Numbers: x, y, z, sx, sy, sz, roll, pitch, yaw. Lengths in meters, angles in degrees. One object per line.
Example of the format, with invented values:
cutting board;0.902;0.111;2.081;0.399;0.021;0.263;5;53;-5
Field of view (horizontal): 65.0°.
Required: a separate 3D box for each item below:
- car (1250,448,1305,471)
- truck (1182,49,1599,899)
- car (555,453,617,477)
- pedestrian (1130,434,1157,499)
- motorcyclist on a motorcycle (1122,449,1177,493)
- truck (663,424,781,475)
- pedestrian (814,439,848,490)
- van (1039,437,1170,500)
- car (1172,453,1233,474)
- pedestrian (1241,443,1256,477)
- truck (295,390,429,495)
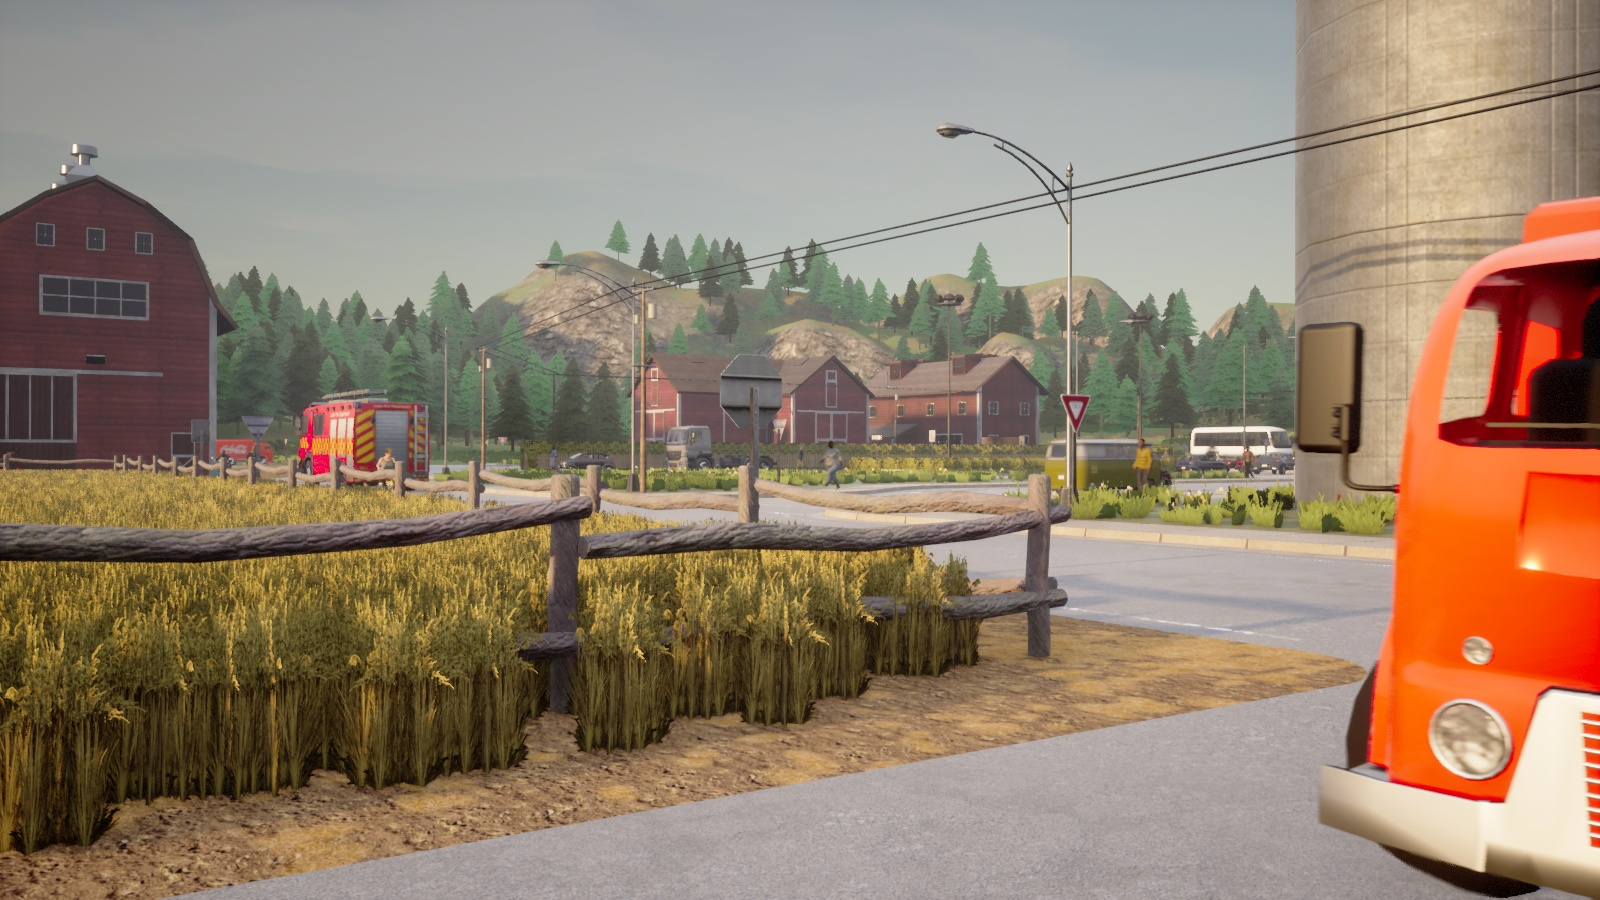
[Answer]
car;35.282;0.683;92.761;2.152;1.651;5.027;0;0;41
truck;4.001;0.262;4.690;5.204;2.467;2.627;0;1;-43
car;-14.114;0.959;82.857;3.705;1.549;1.789;0;0;-27
pedestrian;9.923;0.470;36.232;0.709;1.840;0.431;0;0;-42
motorcyclist on a motorcycle;13.551;0.789;48.644;2.350;1.649;0.766;0;0;-36
truck;-5.469;-0.004;88.552;7.936;3.462;2.891;0;0;-35
pedestrian;1.156;0.514;46.366;0.874;1.855;0.900;0;0;42
van;10.194;0.581;41.909;4.442;1.987;1.775;0;0;-36
car;27.756;0.918;86.511;4.193;1.474;1.816;0;0;-35
pedestrian;24.114;0.520;67.517;0.869;1.805;0.328;0;0;-37
truck;-17.603;-0.258;50.066;2.891;3.827;8.468;0;0;-35
